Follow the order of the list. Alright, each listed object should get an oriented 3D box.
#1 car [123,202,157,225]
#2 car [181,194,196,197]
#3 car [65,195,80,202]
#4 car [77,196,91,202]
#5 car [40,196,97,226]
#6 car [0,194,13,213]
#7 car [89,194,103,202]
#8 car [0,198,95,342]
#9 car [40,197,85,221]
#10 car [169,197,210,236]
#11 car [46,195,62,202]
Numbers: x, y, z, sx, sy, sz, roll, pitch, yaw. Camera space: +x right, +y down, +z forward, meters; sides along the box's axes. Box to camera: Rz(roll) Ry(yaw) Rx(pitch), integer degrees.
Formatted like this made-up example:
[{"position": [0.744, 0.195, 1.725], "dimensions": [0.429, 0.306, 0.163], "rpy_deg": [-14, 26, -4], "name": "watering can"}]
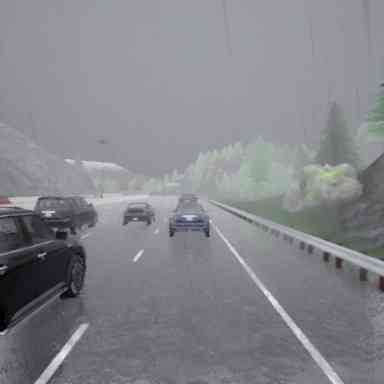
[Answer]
[{"position": [-3.723, 1.513, 24.057], "dimensions": [1.837, 1.490, 4.892], "rpy_deg": [0, 0, -1], "name": "car"}, {"position": [-0.431, 1.224, 38.635], "dimensions": [2.150, 2.045, 5.566], "rpy_deg": [0, 0, -1], "name": "car"}, {"position": [-29.141, 1.493, 81.321], "dimensions": [1.882, 1.535, 5.008], "rpy_deg": [0, 0, -1], "name": "car"}, {"position": [-25.608, 1.615, 79.049], "dimensions": [1.895, 1.301, 4.718], "rpy_deg": [0, 0, -1], "name": "car"}, {"position": [-7.154, 1.237, 19.146], "dimensions": [2.150, 2.045, 5.566], "rpy_deg": [0, 0, -1], "name": "car"}, {"position": [-21.581, 1.266, 35.415], "dimensions": [2.150, 2.045, 5.566], "rpy_deg": [0, 0, -1], "name": "car"}, {"position": [-22.075, 1.398, 76.733], "dimensions": [2.097, 1.767, 4.553], "rpy_deg": [0, 0, -1], "name": "car"}, {"position": [-3.480, 1.229, 5.301], "dimensions": [2.150, 2.045, 5.566], "rpy_deg": [0, 0, 0], "name": "car"}, {"position": [-10.781, 1.375, 28.046], "dimensions": [2.097, 1.767, 4.553], "rpy_deg": [0, 0, -1], "name": "car"}, {"position": [-0.150, 1.353, 18.671], "dimensions": [2.097, 1.767, 4.553], "rpy_deg": [0, 0, -1], "name": "car"}, {"position": [-32.608, 1.534, 78.979], "dimensions": [1.837, 1.490, 4.892], "rpy_deg": [0, 0, -1], "name": "car"}]
